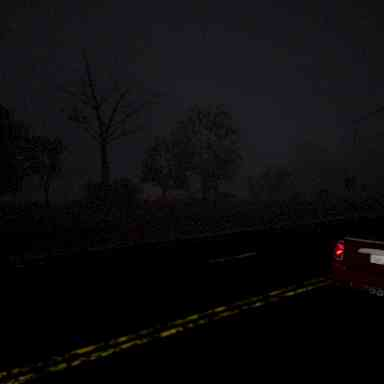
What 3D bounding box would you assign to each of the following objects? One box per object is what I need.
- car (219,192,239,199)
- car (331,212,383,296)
[{"bbox_3d":[6.846,0.728,62.668,1.882,1.535,5.008,0,-1,-34],"label":"car"},{"bbox_3d":[5.009,1.154,7.068,4.553,1.767,2.097,-2,1,-36],"label":"car"}]
